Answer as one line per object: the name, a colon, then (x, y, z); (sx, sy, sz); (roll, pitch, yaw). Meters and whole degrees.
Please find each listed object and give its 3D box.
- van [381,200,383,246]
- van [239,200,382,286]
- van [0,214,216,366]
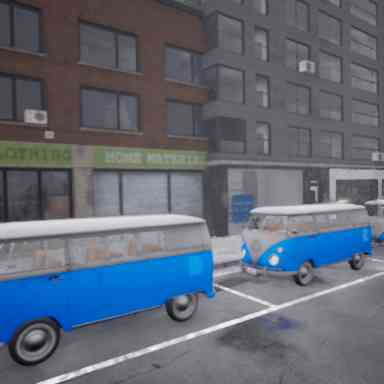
van: (7.600, 1.134, 11.959); (3.998, 1.788, 1.690); (-1, 0, -35)
van: (3.052, 1.223, 8.718); (3.998, 1.788, 1.690); (-1, 0, -35)
van: (-1.497, 1.312, 5.476); (3.998, 1.788, 1.690); (-1, 0, -35)
